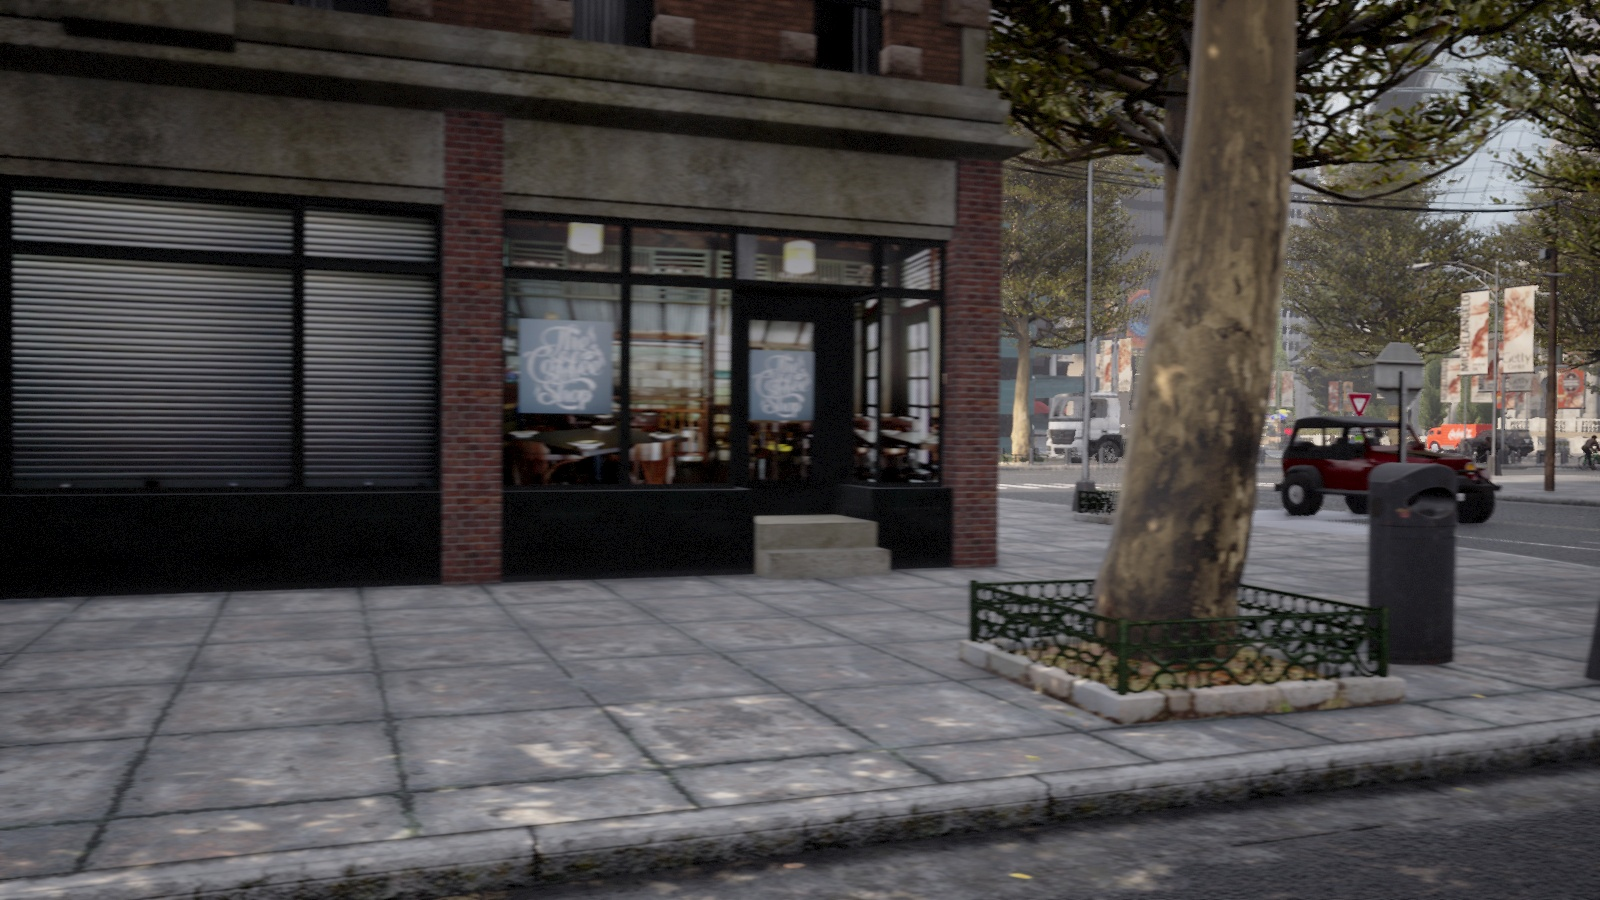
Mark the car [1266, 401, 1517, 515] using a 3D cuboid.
[{"bbox_3d":[10.612,0.091,22.831,1.905,1.878,3.866,-1,1,-22],"label":"car"}]

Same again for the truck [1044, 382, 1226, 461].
[{"bbox_3d":[15.555,-1.332,58.291,7.936,3.462,2.891,-1,1,-20],"label":"truck"}]

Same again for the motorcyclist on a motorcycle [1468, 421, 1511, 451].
[{"bbox_3d":[36.332,-0.744,66.171,2.044,1.523,0.797,-2,1,-21],"label":"motorcyclist on a motorcycle"}]
